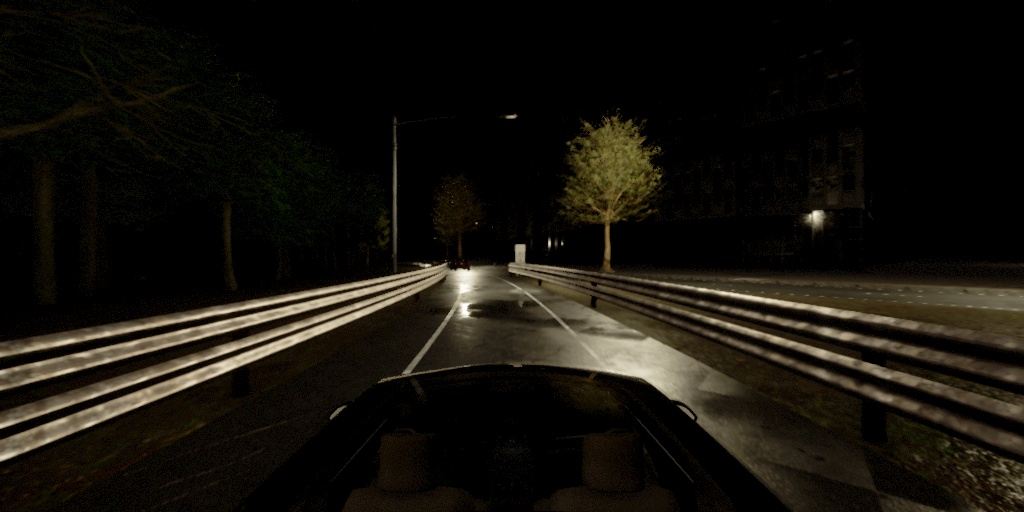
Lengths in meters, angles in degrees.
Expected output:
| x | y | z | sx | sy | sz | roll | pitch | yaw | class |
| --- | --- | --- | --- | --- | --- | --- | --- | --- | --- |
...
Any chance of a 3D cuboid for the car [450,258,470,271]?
| x | y | z | sx | sy | sz | roll | pitch | yaw | class |
| --- | --- | --- | --- | --- | --- | --- | --- | --- | --- |
| -7.315 | 1.110 | 49.995 | 2.097 | 1.767 | 4.553 | 0 | 0 | -18 | car |
